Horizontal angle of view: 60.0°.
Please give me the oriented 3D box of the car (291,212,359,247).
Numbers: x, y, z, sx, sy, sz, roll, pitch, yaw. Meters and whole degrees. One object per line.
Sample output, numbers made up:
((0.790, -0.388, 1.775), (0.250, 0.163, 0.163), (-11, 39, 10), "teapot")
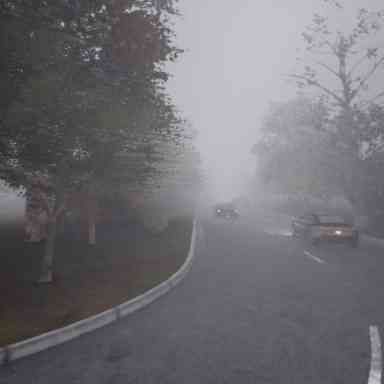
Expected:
((6.069, 1.631, 15.632), (1.994, 1.385, 4.181), (1, 0, 2), "car")

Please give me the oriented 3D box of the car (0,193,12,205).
((-38.119, 1.540, 63.288), (5.566, 2.045, 2.435), (1, 0, 1), "car")

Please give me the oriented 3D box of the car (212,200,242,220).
((2.927, 1.611, 28.967), (1.895, 1.301, 4.718), (1, 0, 1), "car")

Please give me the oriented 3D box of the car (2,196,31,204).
((-37.765, 1.762, 71.613), (5.366, 1.575, 1.946), (1, 0, 1), "car")

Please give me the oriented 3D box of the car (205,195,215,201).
((3.810, 1.321, 71.548), (1.994, 1.385, 4.181), (1, 0, 1), "car")

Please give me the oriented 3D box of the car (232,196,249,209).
((6.698, 1.365, 46.492), (2.097, 1.767, 4.553), (1, 0, 1), "car")

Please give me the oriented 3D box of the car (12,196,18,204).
((-38.051, 1.785, 66.062), (4.892, 1.521, 2.231), (1, 0, 1), "car")

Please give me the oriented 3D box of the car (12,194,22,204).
((-38.003, 1.775, 68.840), (5.008, 1.535, 2.097), (1, 0, 1), "car")
